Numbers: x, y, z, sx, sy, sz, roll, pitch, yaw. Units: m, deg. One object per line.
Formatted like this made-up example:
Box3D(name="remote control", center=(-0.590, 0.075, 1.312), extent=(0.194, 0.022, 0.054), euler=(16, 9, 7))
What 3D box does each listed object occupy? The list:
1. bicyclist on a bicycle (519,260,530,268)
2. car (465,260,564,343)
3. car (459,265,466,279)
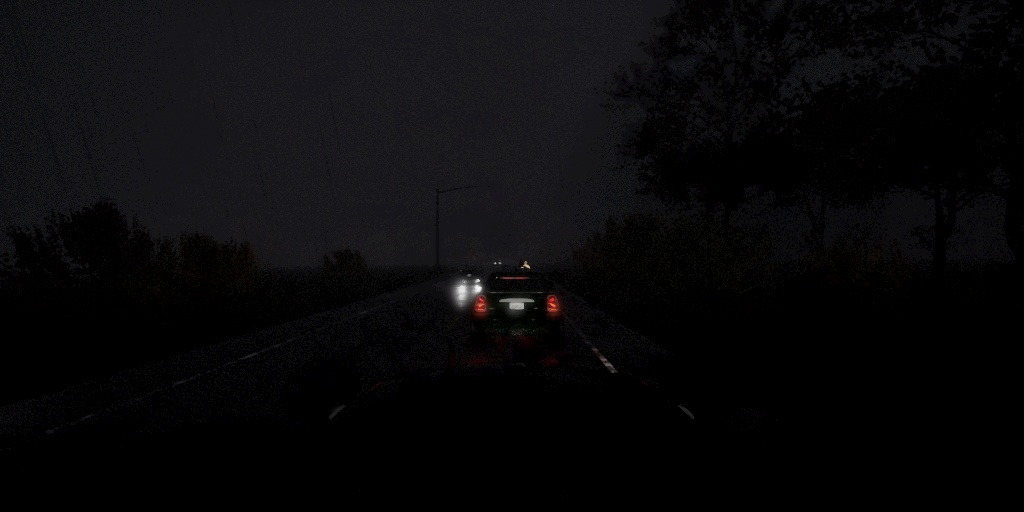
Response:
Box3D(name="bicyclist on a bicycle", center=(0.974, 1.177, 25.680), extent=(0.866, 1.612, 1.509), euler=(0, 0, 1))
Box3D(name="car", center=(0.113, 1.099, 9.857), extent=(2.097, 1.767, 4.553), euler=(0, 0, 0))
Box3D(name="car", center=(-3.608, 1.340, 32.718), extent=(1.895, 1.301, 4.718), euler=(0, 0, 0))
